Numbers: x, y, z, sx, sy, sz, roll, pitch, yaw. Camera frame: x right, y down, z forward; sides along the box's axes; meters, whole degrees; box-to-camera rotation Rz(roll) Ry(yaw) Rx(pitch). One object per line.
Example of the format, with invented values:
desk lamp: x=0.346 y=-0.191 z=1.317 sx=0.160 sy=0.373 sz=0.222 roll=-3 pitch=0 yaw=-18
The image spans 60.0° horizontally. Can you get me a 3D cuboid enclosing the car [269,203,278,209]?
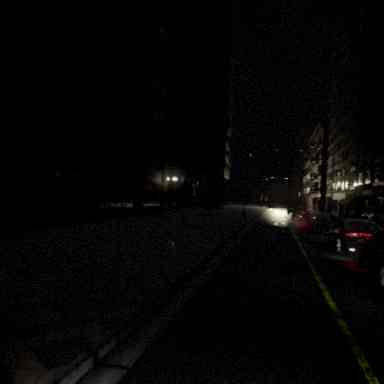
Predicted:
car: x=19.319 y=3.269 z=78.514 sx=1.837 sy=1.490 sz=4.892 roll=2 pitch=-1 yaw=14

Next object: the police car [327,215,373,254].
police car: x=7.669 y=1.925 z=15.707 sx=1.930 sy=1.638 sz=5.238 roll=2 pitch=-1 yaw=14

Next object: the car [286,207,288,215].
car: x=15.381 y=2.696 z=50.334 sx=1.882 sy=1.535 sz=5.008 roll=2 pitch=-1 yaw=14

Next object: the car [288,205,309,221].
car: x=12.420 y=2.449 z=38.376 sx=1.837 sy=1.490 sz=4.892 roll=2 pitch=-1 yaw=15

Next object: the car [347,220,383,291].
car: x=6.187 y=1.879 z=9.779 sx=1.837 sy=1.490 sz=4.892 roll=3 pitch=-1 yaw=14
